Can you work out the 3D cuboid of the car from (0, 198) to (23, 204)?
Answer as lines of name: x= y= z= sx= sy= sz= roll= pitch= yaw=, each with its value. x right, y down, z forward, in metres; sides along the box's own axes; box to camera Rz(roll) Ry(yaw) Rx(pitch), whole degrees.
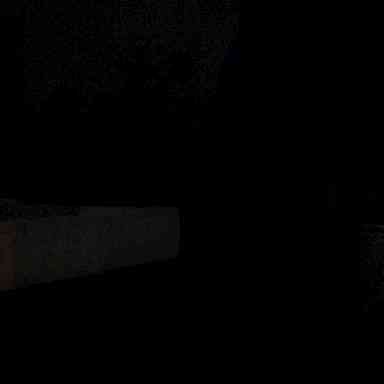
car: x=-14.607 y=1.229 z=26.307 sx=4.674 sy=1.442 sz=1.812 roll=0 pitch=1 yaw=32
